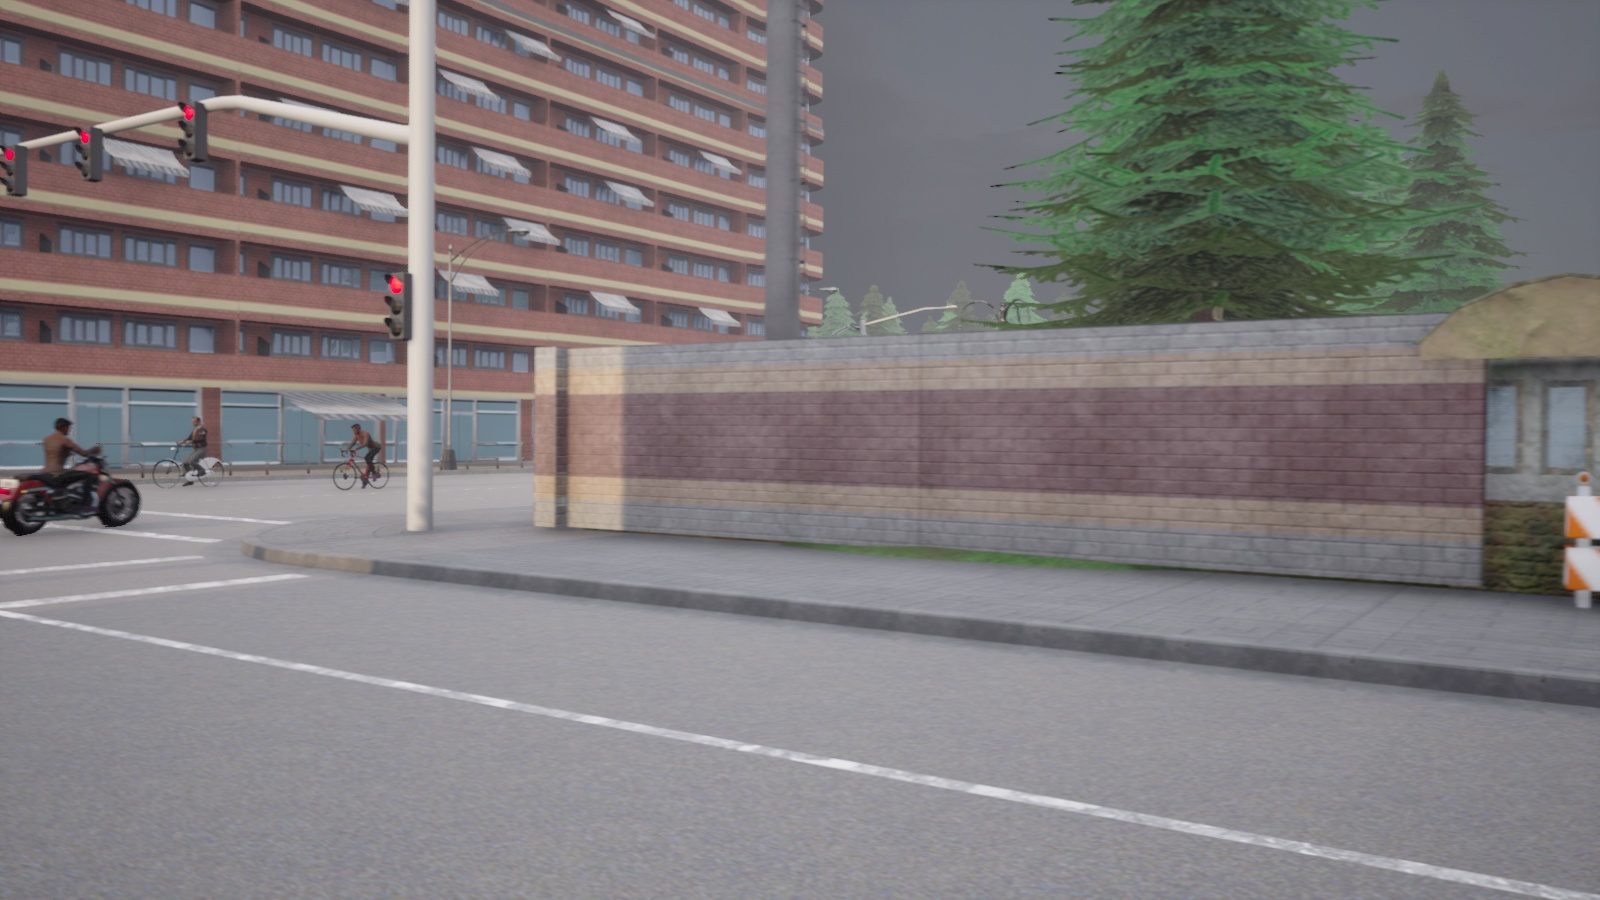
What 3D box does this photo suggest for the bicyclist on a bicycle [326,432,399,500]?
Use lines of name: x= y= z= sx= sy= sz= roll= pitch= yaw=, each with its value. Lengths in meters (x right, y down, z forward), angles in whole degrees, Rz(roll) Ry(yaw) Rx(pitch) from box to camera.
bicyclist on a bicycle: x=-10.700 y=0.367 z=30.762 sx=0.582 sy=1.620 sz=1.656 roll=0 pitch=1 yaw=33

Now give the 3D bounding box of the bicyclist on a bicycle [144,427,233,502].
bicyclist on a bicycle: x=-14.929 y=0.324 z=30.699 sx=0.659 sy=1.776 sz=1.843 roll=0 pitch=1 yaw=33

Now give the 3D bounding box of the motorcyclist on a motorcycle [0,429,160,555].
motorcyclist on a motorcycle: x=-10.212 y=0.536 z=17.729 sx=0.766 sy=1.649 sz=2.350 roll=1 pitch=1 yaw=13
